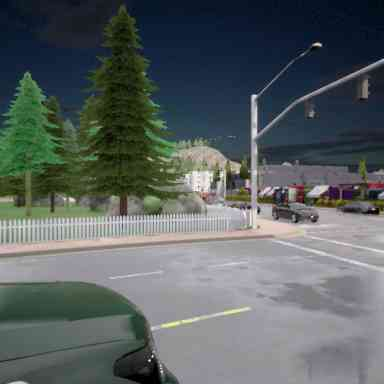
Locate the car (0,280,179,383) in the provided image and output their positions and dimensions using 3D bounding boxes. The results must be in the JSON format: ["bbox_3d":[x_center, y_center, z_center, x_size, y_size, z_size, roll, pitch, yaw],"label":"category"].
[{"bbox_3d":[-2.744,1.222,1.679,5.566,2.045,2.150,0,0,-36],"label":"car"}]

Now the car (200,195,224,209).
[{"bbox_3d":[2.868,1.546,44.236,2.128,1.511,4.902,0,0,-16],"label":"car"}]

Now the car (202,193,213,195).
[{"bbox_3d":[2.986,1.277,69.611,2.150,2.045,5.566,0,0,-16],"label":"car"}]

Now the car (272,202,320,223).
[{"bbox_3d":[8.071,1.560,26.343,1.837,1.490,4.892,0,0,-14],"label":"car"}]

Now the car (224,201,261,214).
[{"bbox_3d":[5.483,1.656,35.250,1.895,1.301,4.718,0,0,-16],"label":"car"}]

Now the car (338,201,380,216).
[{"bbox_3d":[16.955,1.618,34.039,1.994,1.385,4.181,0,0,-16],"label":"car"}]
